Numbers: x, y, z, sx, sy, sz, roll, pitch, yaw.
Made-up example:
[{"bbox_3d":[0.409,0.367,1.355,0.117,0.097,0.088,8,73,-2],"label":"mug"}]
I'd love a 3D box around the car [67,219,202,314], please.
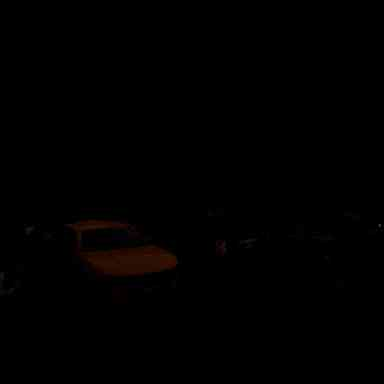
[{"bbox_3d":[-2.166,1.455,7.914,2.097,1.535,5.008,-1,0,-36],"label":"car"}]

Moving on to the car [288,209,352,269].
[{"bbox_3d":[2.378,1.409,11.126,2.163,1.488,4.792,-1,1,-36],"label":"car"}]

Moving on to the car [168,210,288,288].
[{"bbox_3d":[0.113,1.295,9.501,2.185,1.767,4.553,-1,1,-36],"label":"car"}]

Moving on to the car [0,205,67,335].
[{"bbox_3d":[-4.419,1.229,6.259,2.435,2.045,5.566,-1,0,-36],"label":"car"}]

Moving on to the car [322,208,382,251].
[{"bbox_3d":[4.607,1.367,12.795,2.163,1.488,4.792,-1,1,-36],"label":"car"}]
